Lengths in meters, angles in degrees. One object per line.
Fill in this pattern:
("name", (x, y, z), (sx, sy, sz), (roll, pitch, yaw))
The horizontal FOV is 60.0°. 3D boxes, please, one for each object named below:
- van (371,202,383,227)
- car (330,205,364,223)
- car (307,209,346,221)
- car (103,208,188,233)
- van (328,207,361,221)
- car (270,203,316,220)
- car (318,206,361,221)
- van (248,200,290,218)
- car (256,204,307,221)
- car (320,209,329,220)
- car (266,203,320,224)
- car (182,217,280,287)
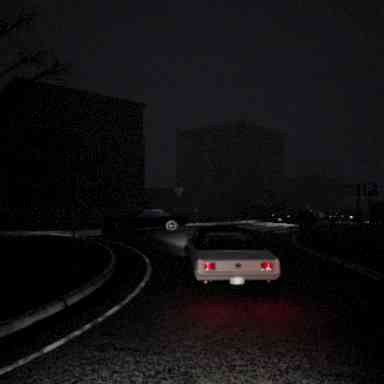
("van", (15.729, 1.783, 24.619), (4.442, 1.987, 1.878), (1, -3, 41))
("car", (19.105, 2.610, 40.329), (2.150, 2.045, 5.566), (1, -4, 41))
("car", (19.087, 3.239, 47.256), (4.674, 1.452, 2.002), (1, -4, 41))
("car", (-2.704, 1.575, 19.196), (4.718, 1.301, 1.895), (0, 0, -18))
("van", (24.533, 3.556, 53.615), (4.442, 1.987, 1.878), (1, -4, 41))
("car", (11.753, 2.296, 38.887), (4.553, 1.767, 2.185), (1, -3, 41))
("car", (22.760, 3.337, 51.468), (5.566, 2.045, 2.435), (1, -4, 41))
("van", (7.974, 1.835, 34.822), (4.442, 1.987, 1.878), (1, -3, 41))
("car", (9.879, 2.231, 36.817), (5.008, 1.535, 2.097), (1, -3, 41))
("car", (13.509, 2.620, 41.209), (5.366, 1.575, 1.946), (1, -4, 41))
("car", (8.803, 1.949, 28.662), (2.033, 1.411, 5.357), (1, -2, 41))
("car", (0.828, 1.609, 9.316), (1.895, 1.301, 4.718), (1, 0, -4))
